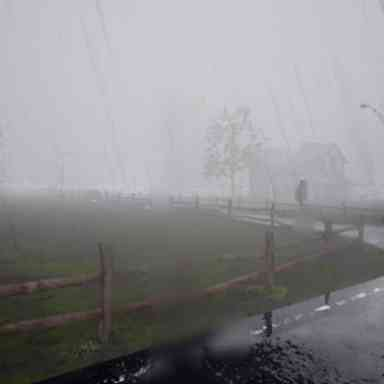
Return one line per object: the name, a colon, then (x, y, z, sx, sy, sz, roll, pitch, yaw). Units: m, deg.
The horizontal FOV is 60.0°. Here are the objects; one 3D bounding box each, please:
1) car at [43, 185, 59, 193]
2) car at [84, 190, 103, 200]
car: (-36.216, -0.702, 86.257, 2.150, 2.045, 5.566, 1, 1, -35)
car: (-15.558, 0.424, 52.341, 1.837, 1.490, 4.892, 1, 1, -35)
